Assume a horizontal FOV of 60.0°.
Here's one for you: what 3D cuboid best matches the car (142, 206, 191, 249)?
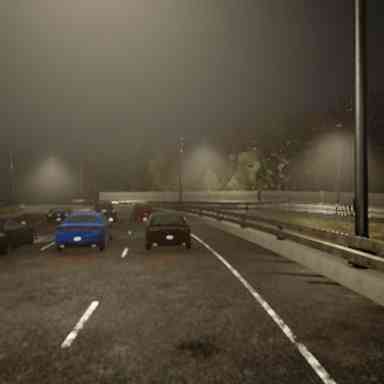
[{"bbox_3d":[-1.239,1.640,15.504,1.882,1.535,5.008,0,0,-8],"label":"car"}]

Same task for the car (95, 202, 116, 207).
[{"bbox_3d":[-7.887,1.667,29.649,2.097,1.767,4.553,0,-1,-16],"label":"car"}]

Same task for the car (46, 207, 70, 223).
[{"bbox_3d":[-11.208,1.909,28.562,1.895,1.301,4.718,0,-1,-16],"label":"car"}]

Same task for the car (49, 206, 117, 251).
[{"bbox_3d":[-4.712,1.639,15.075,1.882,1.535,5.008,0,0,-8],"label":"car"}]

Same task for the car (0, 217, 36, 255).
[{"bbox_3d":[-8.074,1.718,13.893,1.994,1.385,4.181,0,-1,-8],"label":"car"}]

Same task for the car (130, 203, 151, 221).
[{"bbox_3d":[-4.743,1.808,31.349,1.882,1.535,5.008,0,0,-17],"label":"car"}]
